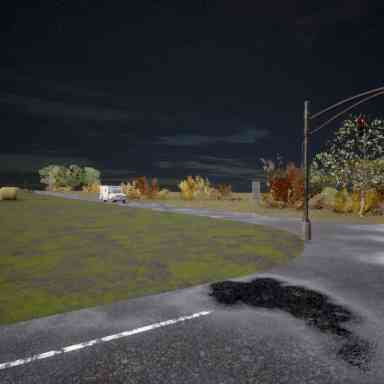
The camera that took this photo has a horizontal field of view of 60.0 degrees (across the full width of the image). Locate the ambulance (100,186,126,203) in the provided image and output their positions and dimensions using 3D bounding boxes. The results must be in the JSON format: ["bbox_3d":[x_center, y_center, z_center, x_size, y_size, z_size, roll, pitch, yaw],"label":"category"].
[{"bbox_3d":[-11.912,0.341,50.044,2.351,2.431,6.366,2,0,-32],"label":"ambulance"}]
